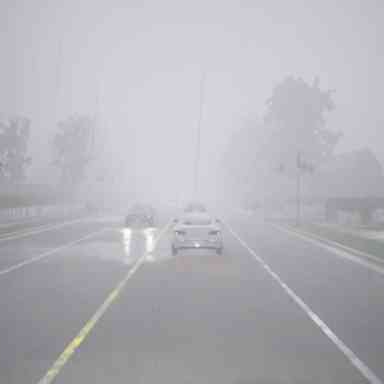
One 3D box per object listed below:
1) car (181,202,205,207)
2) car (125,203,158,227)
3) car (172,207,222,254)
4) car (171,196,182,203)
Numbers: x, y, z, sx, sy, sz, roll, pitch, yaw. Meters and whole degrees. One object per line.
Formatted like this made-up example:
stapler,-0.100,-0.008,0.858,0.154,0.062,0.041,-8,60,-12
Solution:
car,0.314,1.589,31.011,1.994,1.385,4.181,0,0,0
car,-3.440,1.538,23.357,1.812,1.442,4.674,0,0,0
car,0.194,1.537,13.481,1.812,1.442,4.674,0,0,0
car,-3.045,1.481,65.969,1.812,1.442,4.674,0,0,1
